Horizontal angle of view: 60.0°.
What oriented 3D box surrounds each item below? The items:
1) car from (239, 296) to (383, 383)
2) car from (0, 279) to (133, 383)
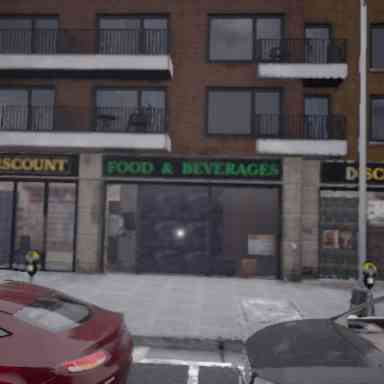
[{"bbox_3d":[2.718,1.793,3.472,4.403,1.369,2.008,1,-2,3],"label":"car"},{"bbox_3d":[-2.792,1.687,3.755,4.206,1.307,1.802,1,-2,3],"label":"car"}]
